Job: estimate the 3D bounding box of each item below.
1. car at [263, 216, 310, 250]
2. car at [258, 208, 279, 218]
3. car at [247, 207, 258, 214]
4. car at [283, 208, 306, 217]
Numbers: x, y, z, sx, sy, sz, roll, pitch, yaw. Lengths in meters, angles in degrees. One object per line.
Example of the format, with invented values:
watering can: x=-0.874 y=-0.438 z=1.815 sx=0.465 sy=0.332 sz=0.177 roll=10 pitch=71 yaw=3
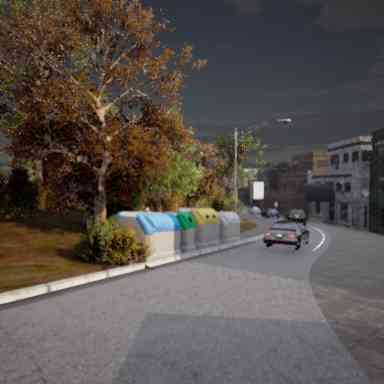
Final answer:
car: x=5.503 y=2.354 z=18.967 sx=2.033 sy=1.411 sz=5.357 roll=1 pitch=-2 yaw=26
car: x=13.081 y=3.471 z=55.850 sx=2.097 sy=1.767 sz=4.553 roll=0 pitch=0 yaw=-3
car: x=12.219 y=3.618 z=65.462 sx=1.812 sy=1.442 sz=4.674 roll=0 pitch=1 yaw=-8
car: x=12.463 y=3.022 z=40.709 sx=2.150 sy=2.045 sz=5.566 roll=0 pitch=-2 yaw=9
